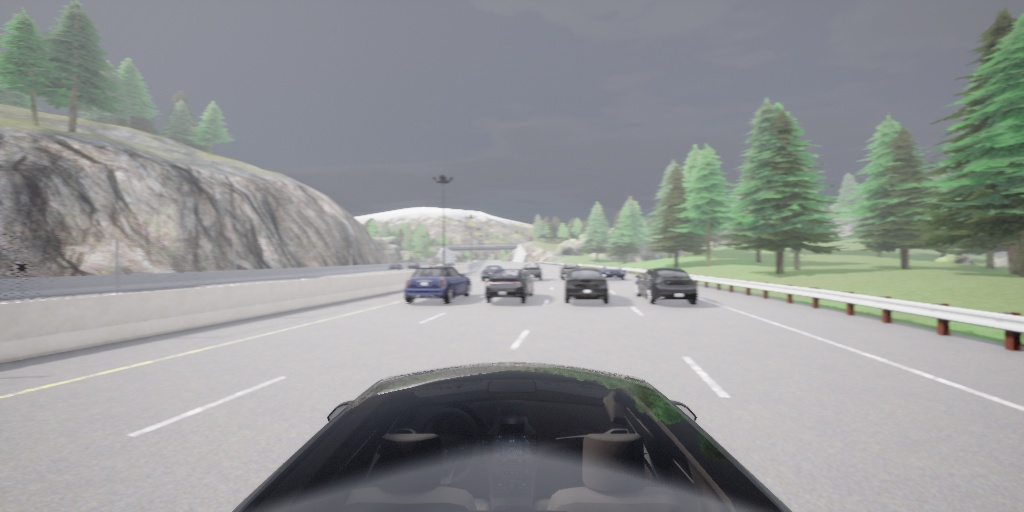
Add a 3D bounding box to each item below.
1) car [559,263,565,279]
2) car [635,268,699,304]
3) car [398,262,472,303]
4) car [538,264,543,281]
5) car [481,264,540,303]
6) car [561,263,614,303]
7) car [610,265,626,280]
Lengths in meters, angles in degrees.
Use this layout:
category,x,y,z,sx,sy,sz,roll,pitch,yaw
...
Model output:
category,x,y,z,sx,sy,sz,roll,pitch,yaw
car,5.339,1.404,32.731,2.128,1.511,4.902,-1,0,5
car,6.888,1.277,16.377,1.837,1.490,4.892,-1,0,9
car,-3.513,1.265,17.830,2.097,1.767,4.553,-1,-1,9
car,1.852,1.451,33.033,2.128,1.511,4.902,-1,0,5
car,-0.024,1.360,17.489,2.128,1.511,4.902,-1,0,9
car,3.456,1.297,17.093,1.882,1.535,5.008,-1,0,9
car,8.814,1.463,32.246,1.895,1.301,4.718,-1,0,5
